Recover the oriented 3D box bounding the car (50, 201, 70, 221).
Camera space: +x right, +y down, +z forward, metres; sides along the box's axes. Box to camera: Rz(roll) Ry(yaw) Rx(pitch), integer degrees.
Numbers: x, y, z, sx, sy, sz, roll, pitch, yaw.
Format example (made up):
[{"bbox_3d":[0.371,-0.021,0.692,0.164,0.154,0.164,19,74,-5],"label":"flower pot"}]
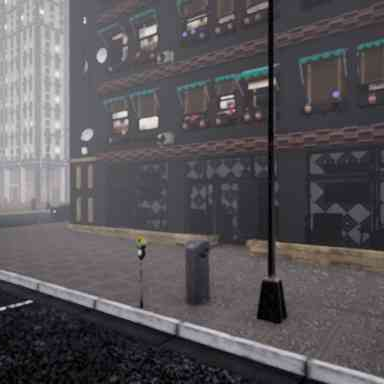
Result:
[{"bbox_3d":[-7.598,1.249,23.006,1.947,1.339,4.313,1,2,35],"label":"car"}]
